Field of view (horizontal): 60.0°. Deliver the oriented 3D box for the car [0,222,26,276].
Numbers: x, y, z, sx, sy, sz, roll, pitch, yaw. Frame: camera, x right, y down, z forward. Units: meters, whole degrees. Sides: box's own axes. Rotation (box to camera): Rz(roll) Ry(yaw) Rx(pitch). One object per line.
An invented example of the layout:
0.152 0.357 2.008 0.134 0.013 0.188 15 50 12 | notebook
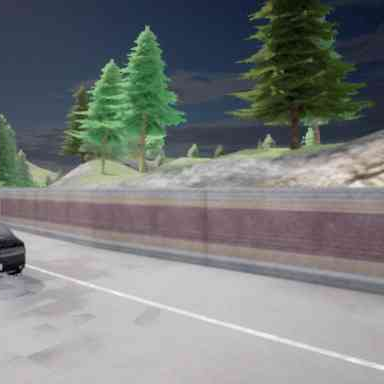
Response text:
-6.335 1.473 9.142 4.892 1.490 1.837 0 0 40 | car
